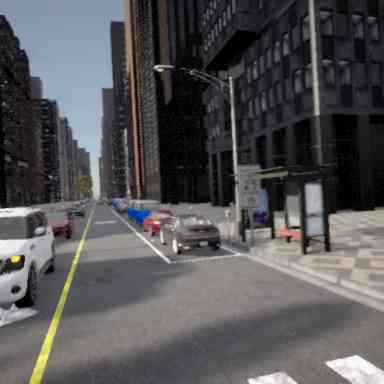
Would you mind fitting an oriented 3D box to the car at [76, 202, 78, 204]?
[{"bbox_3d":[-22.324,2.676,60.276,1.967,1.590,4.097,-3,0,-16],"label":"car"}]

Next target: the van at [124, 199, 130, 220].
[{"bbox_3d":[-4.851,1.612,29.837,1.690,1.788,3.998,-3,0,-16],"label":"van"}]

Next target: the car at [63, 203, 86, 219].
[{"bbox_3d":[-13.061,2.316,37.583,1.895,1.301,4.718,-3,0,-15],"label":"car"}]

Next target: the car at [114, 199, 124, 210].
[{"bbox_3d":[-9.484,2.117,46.222,1.802,1.307,4.206,-3,0,-16],"label":"car"}]

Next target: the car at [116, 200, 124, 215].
[{"bbox_3d":[-7.935,2.028,40.760,1.802,1.307,4.206,-3,0,-16],"label":"car"}]

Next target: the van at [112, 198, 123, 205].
[{"bbox_3d":[-11.045,1.965,51.684,1.690,1.788,3.998,-3,0,-16],"label":"van"}]

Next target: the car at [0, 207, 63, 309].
[{"bbox_3d":[-4.888,1.482,8.475,2.150,2.045,5.566,-3,0,-15],"label":"car"}]

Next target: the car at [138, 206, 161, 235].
[{"bbox_3d":[-1.742,1.681,18.914,1.802,1.307,4.206,-3,0,-16],"label":"car"}]

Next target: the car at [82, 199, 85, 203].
[{"bbox_3d":[-30.060,3.227,87.583,1.887,1.381,4.507,-3,0,-16],"label":"car"}]

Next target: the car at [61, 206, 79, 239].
[{"bbox_3d":[-8.056,1.912,19.705,1.882,1.535,5.008,-3,0,-16],"label":"car"}]

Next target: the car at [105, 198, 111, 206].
[{"bbox_3d":[-18.787,2.384,78.992,2.192,1.841,5.009,-3,0,-16],"label":"car"}]

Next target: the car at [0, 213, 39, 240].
[{"bbox_3d":[-11.479,2.199,22.046,1.802,1.307,4.206,-3,0,-16],"label":"car"}]

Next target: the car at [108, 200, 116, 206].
[{"bbox_3d":[-20.371,2.686,84.618,1.752,1.417,4.829,-3,0,-16],"label":"car"}]

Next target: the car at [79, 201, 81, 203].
[{"bbox_3d":[-25.414,2.979,71.199,1.947,1.339,4.313,-3,0,-16],"label":"car"}]

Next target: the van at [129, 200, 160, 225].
[{"bbox_3d":[-3.303,1.525,24.376,1.690,1.788,3.998,-3,0,-16],"label":"van"}]

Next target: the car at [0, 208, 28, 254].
[{"bbox_3d":[-9.944,1.847,16.584,2.192,1.841,5.009,-3,0,-16],"label":"car"}]

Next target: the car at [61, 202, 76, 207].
[{"bbox_3d":[-20.770,2.697,54.814,2.008,1.369,4.403,-3,0,-16],"label":"car"}]

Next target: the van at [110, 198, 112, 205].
[{"bbox_3d":[-12.593,2.054,57.146,1.690,1.788,3.998,-3,0,-16],"label":"van"}]

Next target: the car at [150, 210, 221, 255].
[{"bbox_3d":[-0.195,1.565,13.452,2.008,1.369,4.403,-3,0,-16],"label":"car"}]
